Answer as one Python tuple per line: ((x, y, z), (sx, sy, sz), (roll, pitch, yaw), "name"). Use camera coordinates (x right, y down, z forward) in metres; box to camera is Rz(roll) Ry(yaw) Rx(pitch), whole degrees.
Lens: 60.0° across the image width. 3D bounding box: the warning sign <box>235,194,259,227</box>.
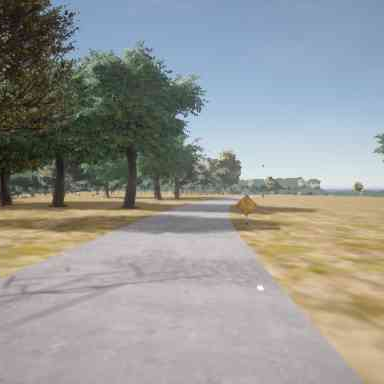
((3.281, 1.092, 20.039), (1.300, 1.860, 1.060), (0, 1, 3), "warning sign")
